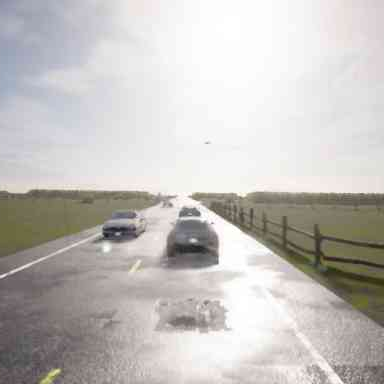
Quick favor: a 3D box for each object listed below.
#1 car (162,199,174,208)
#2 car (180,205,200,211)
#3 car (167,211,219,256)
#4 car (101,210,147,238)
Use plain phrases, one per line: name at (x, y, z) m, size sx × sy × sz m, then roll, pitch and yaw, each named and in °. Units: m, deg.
car at (-4.331, 2.094, 60.546) m, size 2.128 × 1.511 × 4.902 m, roll 0°, pitch 0°, yaw 0°
car at (-0.204, 1.883, 30.797) m, size 1.994 × 1.385 × 4.181 m, roll 0°, pitch -1°, yaw -1°
car at (0.023, 1.712, 13.814) m, size 1.994 × 1.385 × 4.181 m, roll 0°, pitch -1°, yaw 0°
car at (-3.728, 1.753, 19.304) m, size 2.033 × 1.411 × 5.357 m, roll 0°, pitch -1°, yaw -1°
